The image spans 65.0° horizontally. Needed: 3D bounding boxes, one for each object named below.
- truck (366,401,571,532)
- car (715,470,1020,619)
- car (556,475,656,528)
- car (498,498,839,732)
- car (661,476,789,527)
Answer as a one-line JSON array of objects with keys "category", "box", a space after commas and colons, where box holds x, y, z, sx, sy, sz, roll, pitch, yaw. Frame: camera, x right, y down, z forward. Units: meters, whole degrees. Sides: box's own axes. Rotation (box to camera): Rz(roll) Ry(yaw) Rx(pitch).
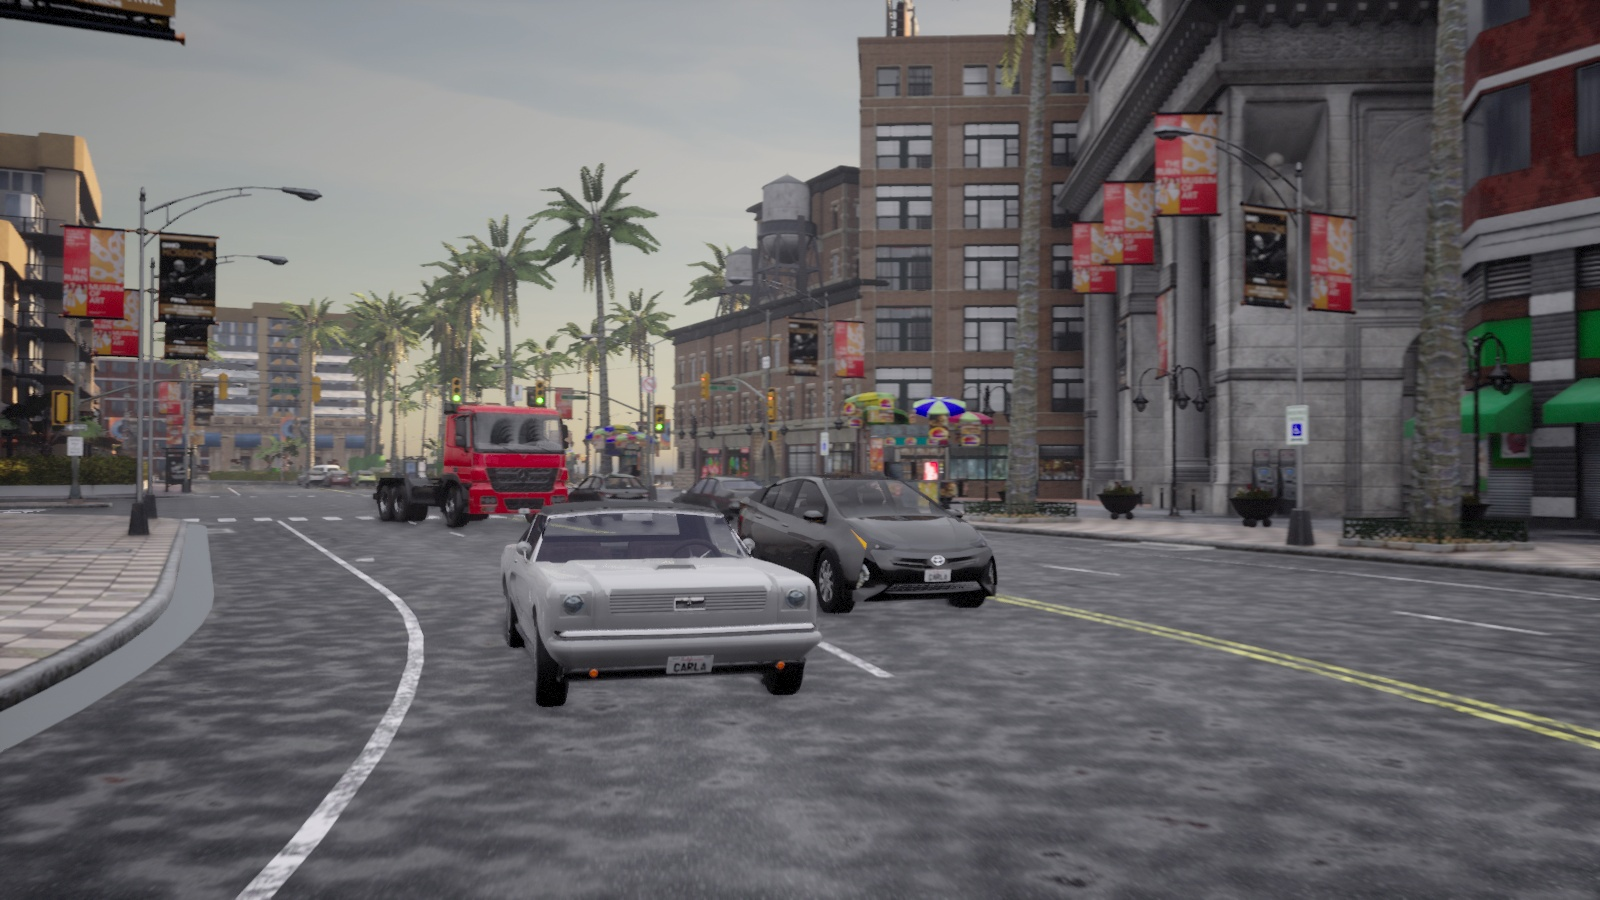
[{"category": "truck", "box": [-9.986, 0.506, 37.201, 2.891, 3.462, 7.936, 1, -1, -39]}, {"category": "car", "box": [0.624, 1.017, 15.419, 2.007, 1.525, 4.514, 0, -1, -22]}, {"category": "car", "box": [-5.855, 1.486, 37.508, 1.816, 1.474, 4.193, 0, -1, -26]}, {"category": "car", "box": [-1.329, 1.091, 10.108, 1.895, 1.301, 4.718, 0, -1, -17]}, {"category": "car", "box": [-2.388, 1.517, 38.371, 2.033, 1.411, 5.357, 0, -1, -26]}]
